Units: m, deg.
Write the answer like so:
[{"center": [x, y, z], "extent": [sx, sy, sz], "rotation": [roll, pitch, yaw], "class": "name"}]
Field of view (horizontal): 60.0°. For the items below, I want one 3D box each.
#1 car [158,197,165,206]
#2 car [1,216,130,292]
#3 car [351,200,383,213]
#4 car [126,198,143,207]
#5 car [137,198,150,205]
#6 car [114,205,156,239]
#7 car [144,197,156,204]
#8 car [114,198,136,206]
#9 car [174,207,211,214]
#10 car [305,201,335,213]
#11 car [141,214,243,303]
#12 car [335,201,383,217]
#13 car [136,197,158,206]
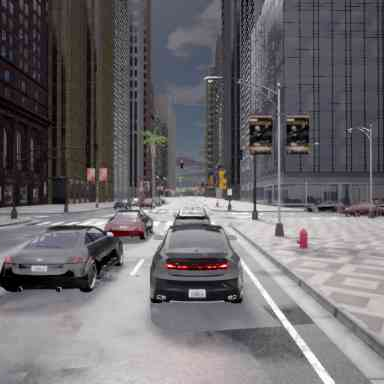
[{"center": [-6.670, 1.655, 60.057], "extent": [2.097, 1.767, 4.553], "rotation": [0, 0, 0], "class": "car"}, {"center": [-3.170, 1.576, 8.963], "extent": [1.994, 1.385, 4.181], "rotation": [0, 0, 1], "class": "car"}, {"center": [20.762, 1.643, 37.856], "extent": [4.313, 1.339, 1.947], "rotation": [0, 0, -1], "class": "car"}, {"center": [-9.928, 1.778, 57.844], "extent": [2.128, 1.511, 4.902], "rotation": [0, 0, 0], "class": "car"}, {"center": [-9.867, 1.926, 67.730], "extent": [1.994, 1.385, 4.181], "rotation": [0, 0, 1], "class": "car"}, {"center": [-3.178, 1.602, 17.362], "extent": [1.994, 1.385, 4.181], "rotation": [0, 0, 0], "class": "car"}, {"center": [-9.881, 1.990, 78.324], "extent": [2.033, 1.411, 5.357], "rotation": [0, 0, 0], "class": "car"}, {"center": [-9.930, 1.767, 48.290], "extent": [2.033, 1.411, 5.357], "rotation": [0, 0, 0], "class": "car"}, {"center": [0.021, 1.530, 17.510], "extent": [2.128, 1.511, 4.902], "rotation": [0, 0, 0], "class": "car"}, {"center": [15.123, 1.662, 37.759], "extent": [4.313, 1.339, 1.947], "rotation": [0, 0, -1], "class": "car"}, {"center": [0.087, 1.515, 8.189], "extent": [1.837, 1.490, 4.892], "rotation": [0, 0, 0], "class": "car"}, {"center": [15.267, 1.577, 29.235], "extent": [4.206, 1.307, 1.802], "rotation": [0, 0, -1], "class": "car"}, {"center": [-6.679, 1.709, 50.020], "extent": [1.882, 1.535, 5.008], "rotation": [0, 0, 0], "class": "car"}]
